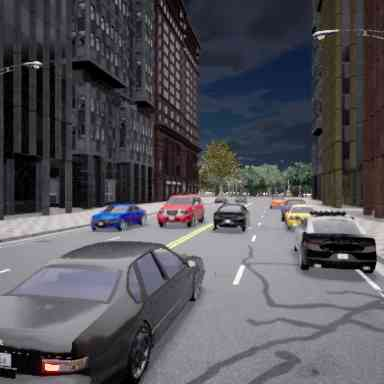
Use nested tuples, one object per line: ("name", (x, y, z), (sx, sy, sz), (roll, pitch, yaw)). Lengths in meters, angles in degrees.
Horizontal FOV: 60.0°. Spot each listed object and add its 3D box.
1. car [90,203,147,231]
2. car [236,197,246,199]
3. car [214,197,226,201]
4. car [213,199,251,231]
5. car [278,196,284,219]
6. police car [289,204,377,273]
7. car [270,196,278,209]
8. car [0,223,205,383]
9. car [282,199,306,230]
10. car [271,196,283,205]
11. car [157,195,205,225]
("car", (-4.389, 1.475, 20.564), (1.882, 1.535, 5.008), (0, 0, 14))
("car", (9.347, 1.551, 63.331), (1.994, 1.385, 4.181), (0, 0, 14))
("car", (5.320, 1.535, 60.591), (2.033, 1.411, 5.357), (0, 0, 14))
("car", (2.578, 1.475, 20.863), (1.882, 1.535, 5.008), (0, 0, 14))
("car", (8.142, 1.348, 26.327), (2.097, 1.767, 4.553), (0, 0, 14))
("police car", (4.414, 1.424, 10.911), (1.930, 1.638, 5.238), (0, 0, 14))
("car", (11.664, 1.344, 45.008), (2.097, 1.767, 4.553), (0, 0, 14))
("car", (-1.156, 1.546, 5.436), (2.033, 1.411, 5.357), (0, 0, 14))
("car", (6.783, 1.453, 20.709), (1.801, 1.575, 5.366), (0, 0, 14))
("car", (15.276, 1.535, 59.976), (2.033, 1.411, 5.357), (0, 0, 14))
("car", (-0.574, 1.218, 22.514), (2.150, 2.045, 5.566), (0, 0, 14))
